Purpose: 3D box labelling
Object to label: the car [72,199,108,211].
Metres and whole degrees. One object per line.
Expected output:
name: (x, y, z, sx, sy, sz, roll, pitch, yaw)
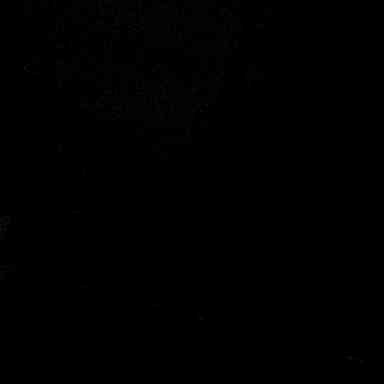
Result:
car: (-11.772, 1.500, 38.696, 1.994, 1.385, 4.181, 0, 0, 32)
